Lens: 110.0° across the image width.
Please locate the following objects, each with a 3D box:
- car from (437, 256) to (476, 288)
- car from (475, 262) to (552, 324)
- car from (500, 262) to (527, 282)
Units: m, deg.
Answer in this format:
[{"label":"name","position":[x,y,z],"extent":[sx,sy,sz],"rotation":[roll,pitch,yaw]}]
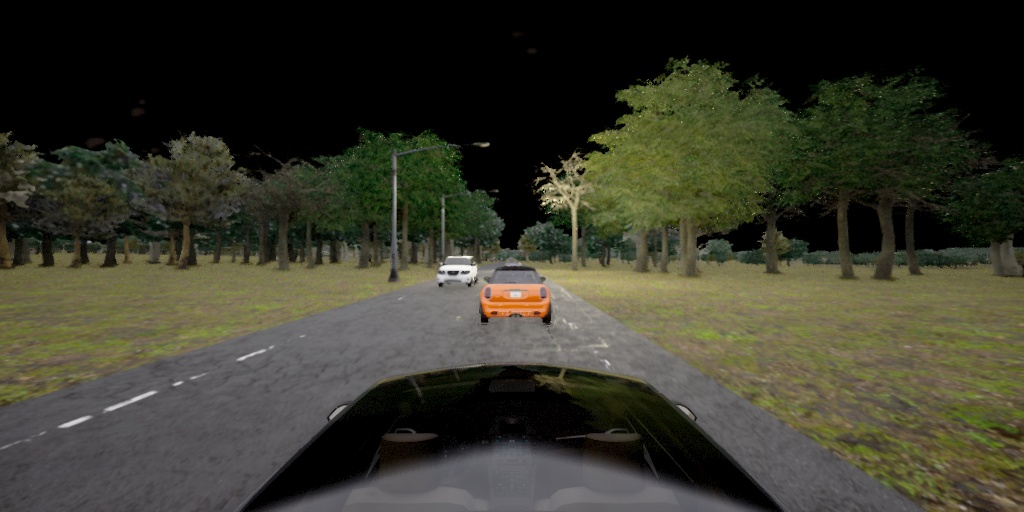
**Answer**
[{"label":"car","position":[-3.582,0.988,24.449],"extent":[2.150,2.045,5.566],"rotation":[0,0,0]},{"label":"car","position":[0.103,1.109,12.193],"extent":[2.097,1.767,4.553],"rotation":[0,0,0]},{"label":"car","position":[0.105,1.267,30.304],"extent":[2.128,1.511,4.902],"rotation":[0,0,0]}]
